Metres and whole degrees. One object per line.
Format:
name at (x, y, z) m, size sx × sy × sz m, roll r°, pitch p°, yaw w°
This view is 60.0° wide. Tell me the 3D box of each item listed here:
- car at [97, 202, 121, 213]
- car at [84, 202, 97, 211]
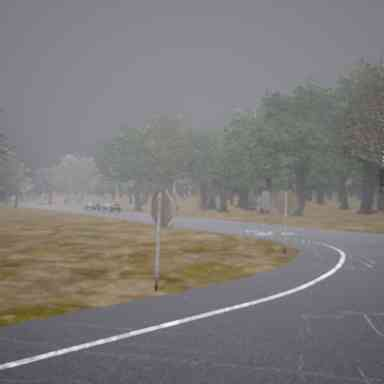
car at (-12.601, 2.405, 51.810) m, size 1.837 × 1.490 × 4.892 m, roll 3°, pitch -3°, yaw -34°
car at (-17.558, 2.549, 58.944) m, size 1.837 × 1.490 × 4.892 m, roll 3°, pitch -3°, yaw -34°
